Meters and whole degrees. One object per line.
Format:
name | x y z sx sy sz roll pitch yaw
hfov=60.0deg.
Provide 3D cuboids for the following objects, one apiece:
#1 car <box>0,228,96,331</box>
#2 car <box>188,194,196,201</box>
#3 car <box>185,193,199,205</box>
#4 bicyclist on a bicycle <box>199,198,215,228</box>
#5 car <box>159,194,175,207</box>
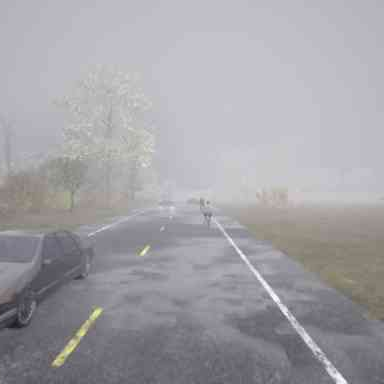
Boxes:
car | -3.601 1.521 7.136 2.033 1.411 5.357 0 0 0
car | -0.024 1.203 73.952 1.812 1.442 4.674 0 0 0
car | 0.075 1.296 54.856 1.812 1.442 4.674 0 1 0
bicyclist on a bicycle | 0.974 1.358 20.290 0.866 1.612 1.509 0 0 0
car | -3.594 1.153 48.131 2.097 1.767 4.553 0 0 0
